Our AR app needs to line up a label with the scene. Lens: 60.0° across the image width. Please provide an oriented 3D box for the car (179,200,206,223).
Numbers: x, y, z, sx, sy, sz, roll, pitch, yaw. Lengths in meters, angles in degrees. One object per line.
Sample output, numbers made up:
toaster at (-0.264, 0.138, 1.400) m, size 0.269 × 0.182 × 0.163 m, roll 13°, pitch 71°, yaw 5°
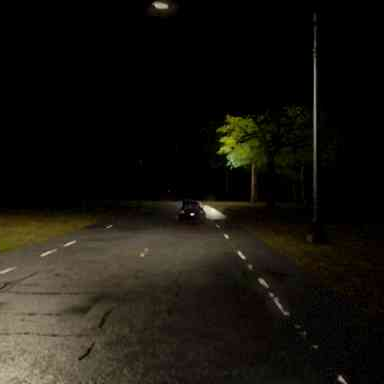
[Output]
car at (-0.005, 1.534, 25.350) m, size 1.994 × 1.385 × 4.181 m, roll 0°, pitch 0°, yaw -1°
